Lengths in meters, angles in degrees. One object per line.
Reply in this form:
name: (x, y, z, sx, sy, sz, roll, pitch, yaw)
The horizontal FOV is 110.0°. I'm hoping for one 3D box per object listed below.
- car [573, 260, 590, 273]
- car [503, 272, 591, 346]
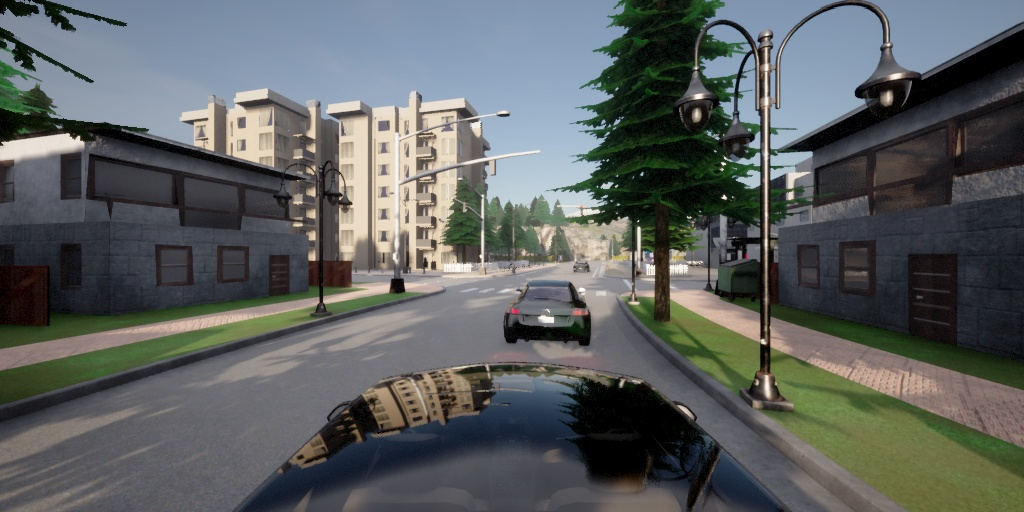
car: (8.710, 1.276, 44.691, 2.128, 1.511, 4.902, 0, 0, 14)
car: (1.012, 1.314, 9.535, 1.994, 1.385, 4.181, 0, 0, 9)
